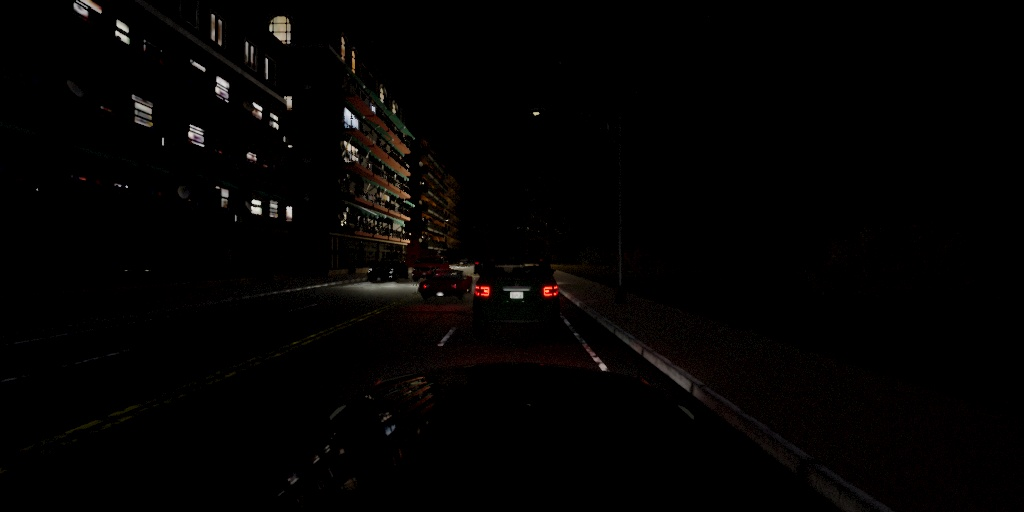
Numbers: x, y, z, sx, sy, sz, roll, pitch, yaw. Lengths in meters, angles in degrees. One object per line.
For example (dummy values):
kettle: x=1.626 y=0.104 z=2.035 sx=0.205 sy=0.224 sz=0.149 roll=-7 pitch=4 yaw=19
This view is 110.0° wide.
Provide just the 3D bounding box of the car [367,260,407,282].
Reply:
car: x=-9.769 y=1.102 z=28.532 sx=2.097 sy=1.767 sz=4.553 roll=0 pitch=0 yaw=0

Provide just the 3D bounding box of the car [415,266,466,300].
car: x=-3.102 y=1.351 z=17.784 sx=1.895 sy=1.301 sz=4.718 roll=0 pitch=0 yaw=0

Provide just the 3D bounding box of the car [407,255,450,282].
car: x=-6.516 y=0.971 z=29.441 sx=2.150 sy=2.045 sz=5.566 roll=0 pitch=0 yaw=0

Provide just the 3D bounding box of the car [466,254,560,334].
car: x=0.121 y=0.972 z=10.733 sx=2.150 sy=2.045 sz=5.566 roll=0 pitch=0 yaw=0

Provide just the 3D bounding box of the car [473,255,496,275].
car: x=-3.030 y=0.969 z=40.962 sx=2.150 sy=2.045 sz=5.566 roll=0 pitch=0 yaw=0
